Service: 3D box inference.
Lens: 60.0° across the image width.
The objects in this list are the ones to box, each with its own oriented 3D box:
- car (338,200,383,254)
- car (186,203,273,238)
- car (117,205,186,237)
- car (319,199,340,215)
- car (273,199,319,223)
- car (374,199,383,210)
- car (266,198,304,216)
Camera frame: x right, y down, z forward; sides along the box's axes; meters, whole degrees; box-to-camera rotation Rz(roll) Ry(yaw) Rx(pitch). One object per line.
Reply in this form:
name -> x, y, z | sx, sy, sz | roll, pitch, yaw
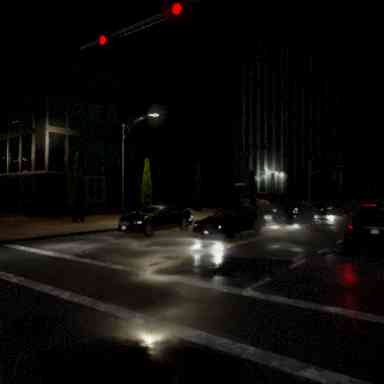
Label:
car -> 7.429, 1.365, 12.970 | 2.097, 1.767, 4.553 | 0, 0, 36
car -> 2.239, 1.547, 18.079 | 2.033, 1.411, 5.357 | 0, 0, 36
car -> -1.921, 1.487, 18.324 | 2.128, 1.511, 4.902 | 0, 0, 36
car -> 13.950, 1.488, 34.030 | 1.837, 1.490, 4.892 | 0, 0, 36
car -> 7.893, 1.344, 25.790 | 2.097, 1.767, 4.553 | 0, 0, 36
car -> 24.488, 1.580, 42.183 | 1.895, 1.301, 4.718 | 0, 0, 36
car -> 9.597, 1.471, 34.017 | 2.128, 1.511, 4.902 | 0, 0, 37
